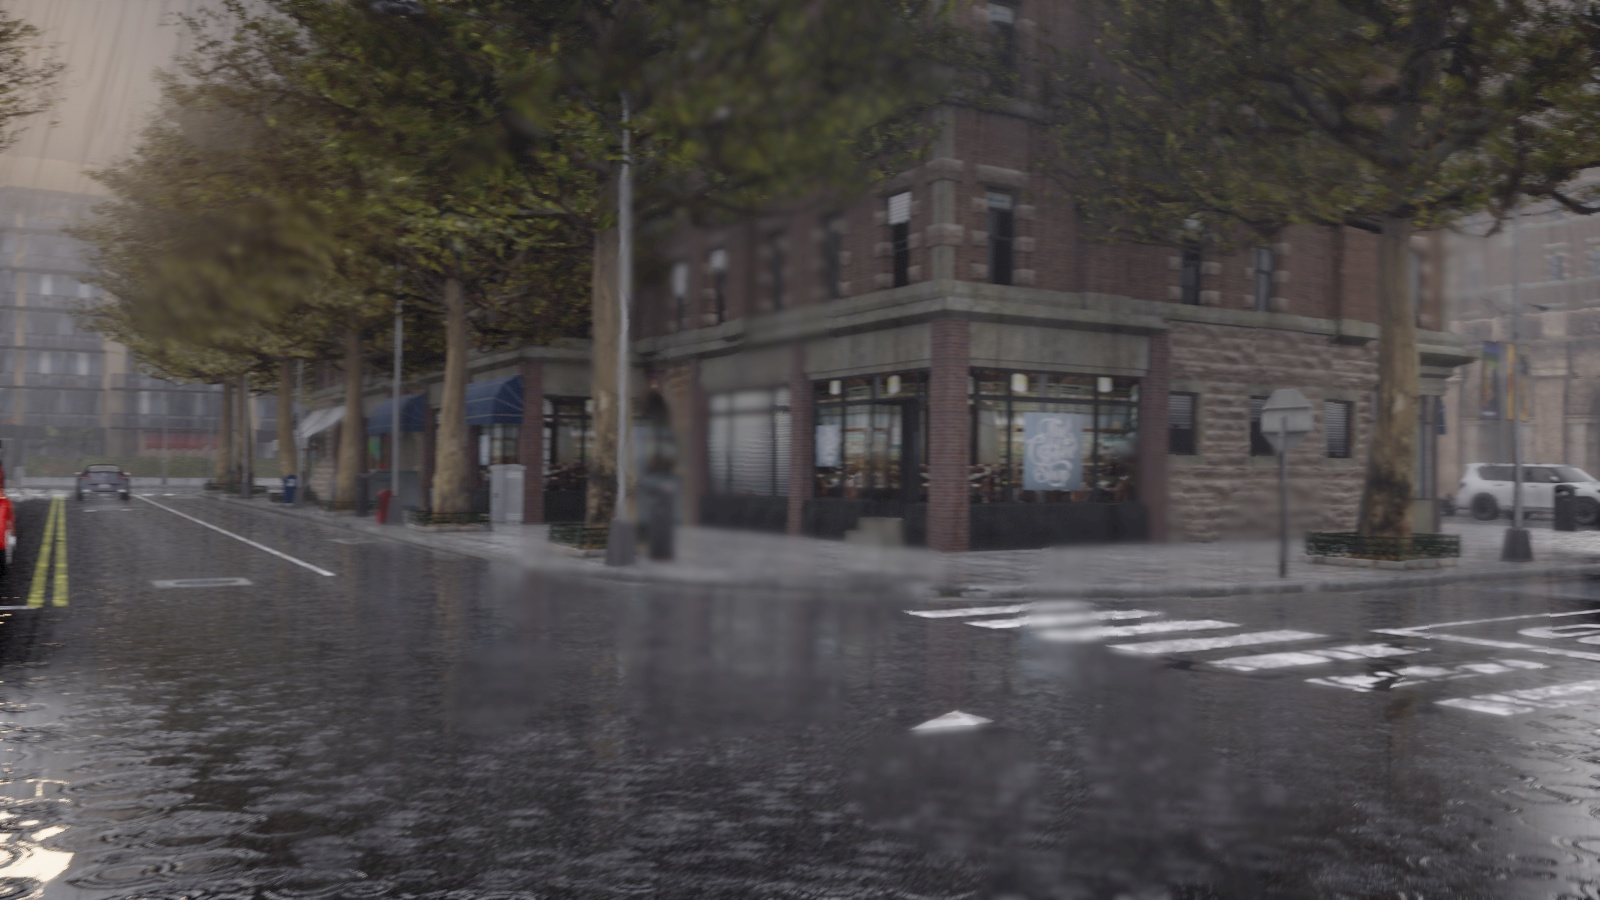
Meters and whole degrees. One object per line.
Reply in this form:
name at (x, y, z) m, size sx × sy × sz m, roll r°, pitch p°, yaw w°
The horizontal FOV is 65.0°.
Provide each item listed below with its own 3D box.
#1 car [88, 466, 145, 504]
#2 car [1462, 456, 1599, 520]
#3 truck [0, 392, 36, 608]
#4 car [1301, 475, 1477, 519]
car at (-31.631, 1.582, 58.057) m, size 2.152 × 1.651 × 5.027 m, roll 1°, pitch -1°, yaw -30°
car at (25.536, 1.243, 42.149) m, size 2.150 × 2.045 × 5.566 m, roll 1°, pitch -1°, yaw -30°
truck at (-11.404, 0.602, 16.084) m, size 2.627 × 2.467 × 5.204 m, roll 1°, pitch -1°, yaw -30°
car at (20.471, 1.603, 43.925) m, size 2.033 × 1.411 × 5.357 m, roll 1°, pitch -1°, yaw -30°
